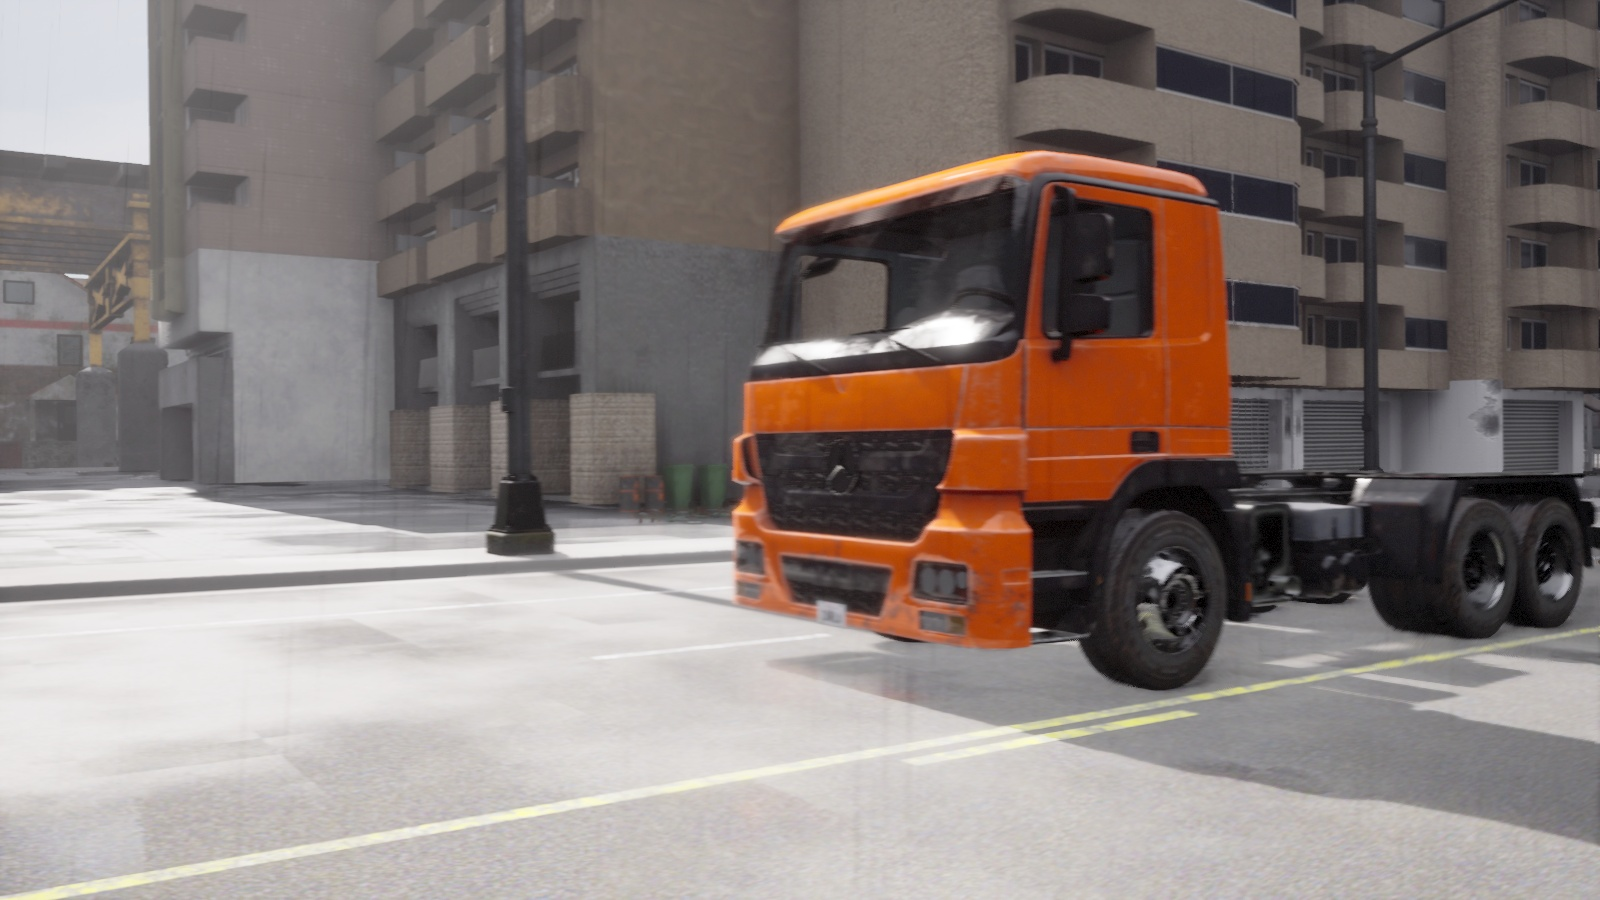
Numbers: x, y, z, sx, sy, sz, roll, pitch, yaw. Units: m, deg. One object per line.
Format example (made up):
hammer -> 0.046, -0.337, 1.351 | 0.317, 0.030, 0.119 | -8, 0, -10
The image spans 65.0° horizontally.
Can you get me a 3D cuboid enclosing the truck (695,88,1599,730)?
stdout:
truck -> 3.326, -0.220, 10.221 | 7.936, 3.462, 2.891 | 0, 0, -35
